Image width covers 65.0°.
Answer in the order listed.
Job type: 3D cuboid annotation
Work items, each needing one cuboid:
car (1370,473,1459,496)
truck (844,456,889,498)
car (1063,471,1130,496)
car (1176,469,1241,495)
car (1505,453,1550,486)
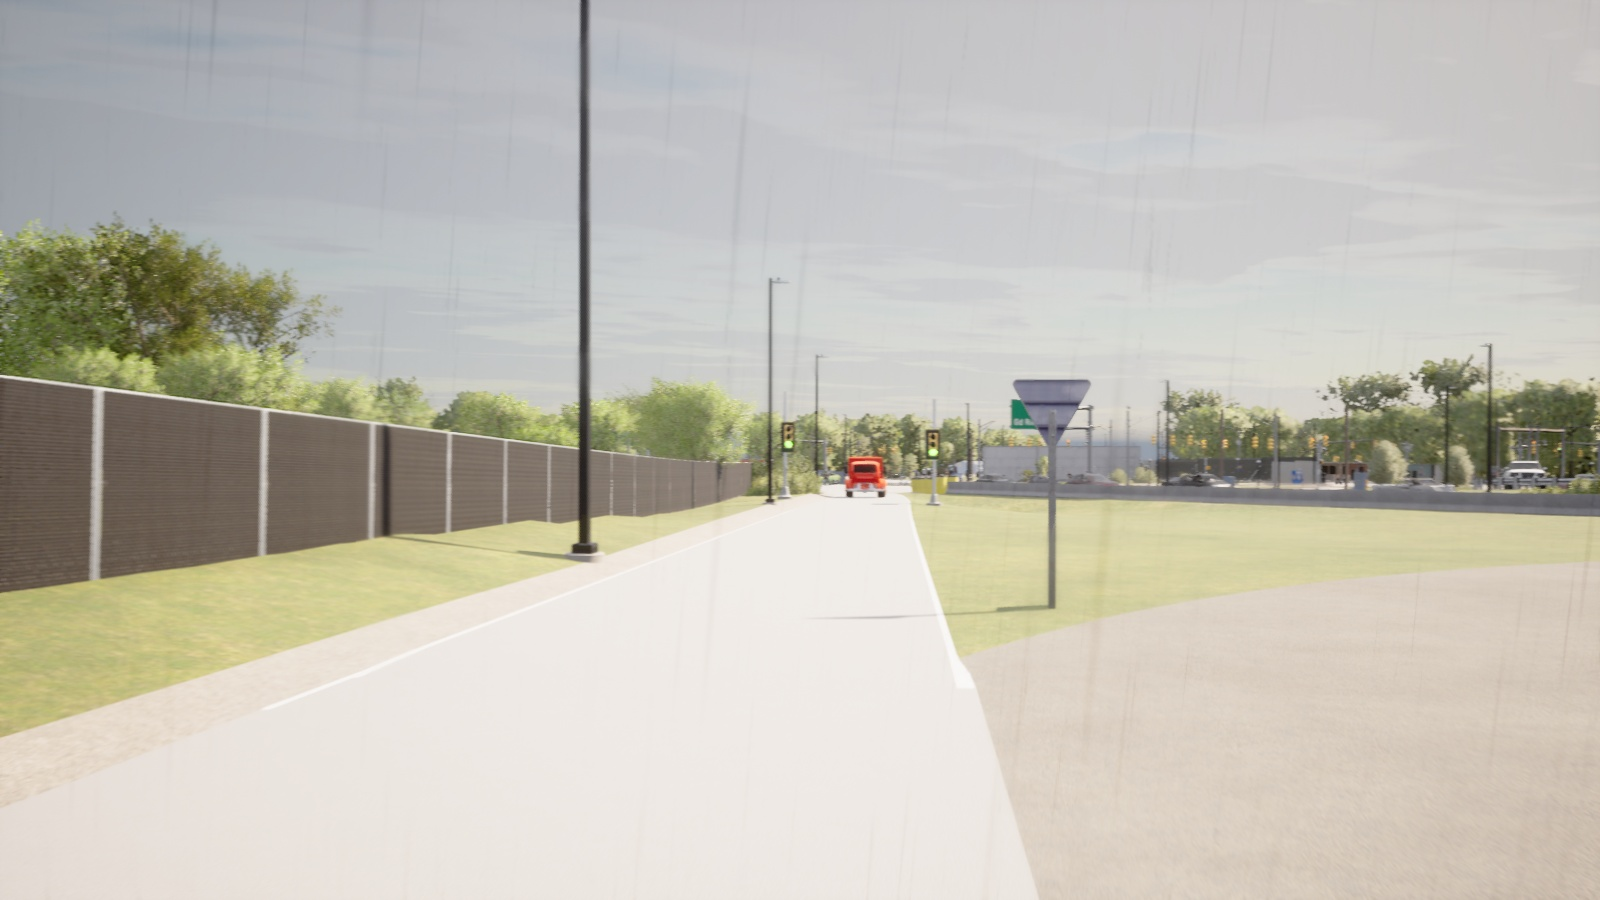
[{"bbox_3d":[36.573,2.047,74.885,1.895,1.301,4.718,-1,-1,-22],"label":"car"},{"bbox_3d":[4.106,1.634,76.600,2.627,2.467,5.204,0,-1,4],"label":"truck"},{"bbox_3d":[20.435,2.263,86.745,2.033,1.649,4.856,-1,-1,-22],"label":"car"},{"bbox_3d":[26.412,2.078,81.314,1.851,1.617,3.988,-1,-1,-22],"label":"car"},{"bbox_3d":[48.138,1.326,83.178,2.150,2.045,5.566,0,-2,26],"label":"car"}]
